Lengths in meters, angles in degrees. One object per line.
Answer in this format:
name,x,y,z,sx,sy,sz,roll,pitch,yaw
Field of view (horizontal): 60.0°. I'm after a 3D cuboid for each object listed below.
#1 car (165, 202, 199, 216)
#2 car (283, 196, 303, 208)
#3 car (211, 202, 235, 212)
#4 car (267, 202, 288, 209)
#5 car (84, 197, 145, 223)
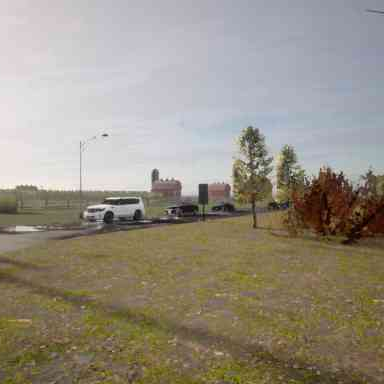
car,-1.057,1.817,36.690,2.128,1.511,4.902,-1,-1,32
car,18.765,1.783,61.649,2.150,2.045,5.566,-1,-1,32
car,4.283,1.986,45.205,1.994,1.385,4.181,-1,-1,32
car,13.531,1.965,53.126,1.837,1.490,4.892,-1,-1,32
car,-6.390,1.452,28.174,2.150,2.045,5.566,-1,-1,34
